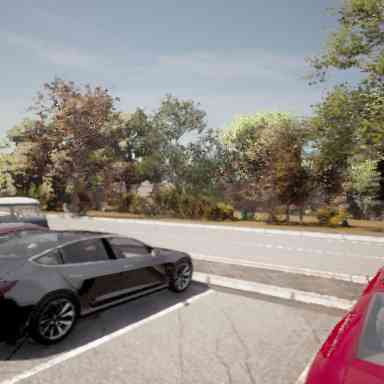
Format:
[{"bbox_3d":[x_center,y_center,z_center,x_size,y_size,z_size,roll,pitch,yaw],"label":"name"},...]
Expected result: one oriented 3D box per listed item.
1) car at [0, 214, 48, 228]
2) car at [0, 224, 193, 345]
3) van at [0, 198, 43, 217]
[{"bbox_3d":[-4.187,1.466,8.136,2.002,1.452,4.674,0,0,36],"label":"car"},{"bbox_3d":[-1.908,1.474,6.549,2.163,1.488,4.792,0,0,36],"label":"car"},{"bbox_3d":[-6.375,1.181,9.846,1.878,1.987,4.442,0,0,36],"label":"van"}]
